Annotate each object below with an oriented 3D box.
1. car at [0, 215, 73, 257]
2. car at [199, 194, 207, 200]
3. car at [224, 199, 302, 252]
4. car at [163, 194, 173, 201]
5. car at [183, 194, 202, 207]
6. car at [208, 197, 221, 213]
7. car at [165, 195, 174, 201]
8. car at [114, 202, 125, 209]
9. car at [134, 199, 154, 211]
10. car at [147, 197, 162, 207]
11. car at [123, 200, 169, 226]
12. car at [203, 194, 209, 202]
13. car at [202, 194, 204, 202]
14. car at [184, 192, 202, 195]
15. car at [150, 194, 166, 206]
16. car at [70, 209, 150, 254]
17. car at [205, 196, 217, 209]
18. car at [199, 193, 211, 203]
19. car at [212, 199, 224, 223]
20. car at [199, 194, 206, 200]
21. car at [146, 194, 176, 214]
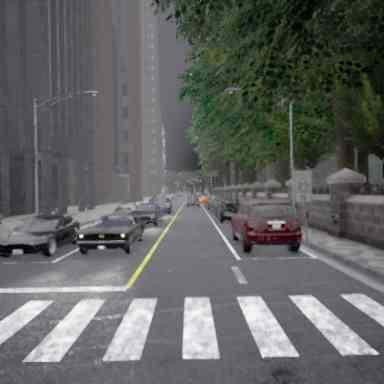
[{"bbox_3d":[-5.768,1.609,13.184,1.947,1.339,4.313,-1,0,0],"label":"car"},{"bbox_3d":[2.808,1.284,84.290,1.752,1.417,4.829,-1,0,0],"label":"car"},{"bbox_3d":[2.752,1.203,13.186,2.192,1.841,5.009,-1,0,0],"label":"car"},{"bbox_3d":[-5.721,1.362,78.668,1.967,1.590,4.097,-1,0,0],"label":"car"},{"bbox_3d":[0.123,1.415,47.296,2.033,1.411,5.357,-1,0,0],"label":"car"},{"bbox_3d":[2.768,1.405,29.555,2.008,1.369,4.403,-1,0,0],"label":"car"},{"bbox_3d":[-5.715,1.465,84.125,2.008,1.369,4.403,-1,0,0],"label":"car"},{"bbox_3d":[-5.756,1.561,29.554,2.008,1.369,4.403,-1,0,0],"label":"car"},{"bbox_3d":[-5.747,1.570,40.469,1.802,1.307,4.206,-1,0,0],"label":"car"},{"bbox_3d":[-5.739,1.549,51.383,1.802,1.307,4.206,-1,0,0],"label":"car"},{"bbox_3d":[-3.093,1.521,23.446,2.033,1.411,5.357,-1,0,1],"label":"car"},{"bbox_3d":[2.774,1.273,40.468,1.967,1.590,4.097,-1,0,0],"label":"car"},{"bbox_3d":[2.778,1.262,45.925,1.967,1.590,4.097,-1,0,0],"label":"car"},{"bbox_3d":[0.123,1.200,57.718,2.097,1.767,4.553,-1,0,0],"label":"car"},{"bbox_3d":[-5.740,1.271,56.839,2.192,1.841,5.009,-1,0,0],"label":"car"},{"bbox_3d":[-3.104,1.595,13.628,1.895,1.301,4.718,-1,0,0],"label":"car"},{"bbox_3d":[2.772,1.394,35.012,2.008,1.369,4.403,-1,0,0],"label":"car"},{"bbox_3d":[2.415,1.151,63.812,2.097,1.767,4.553,-1,0,0],"label":"car"},{"bbox_3d":[2.764,1.431,24.099,1.947,1.339,4.313,-1,0,0],"label":"car"},{"bbox_3d":[2.813,1.317,89.577,1.947,1.339,4.313,-1,0,0],"label":"car"},{"bbox_3d":[-3.082,1.305,33.720,2.097,1.767,4.553,-1,0,0],"label":"car"}]
